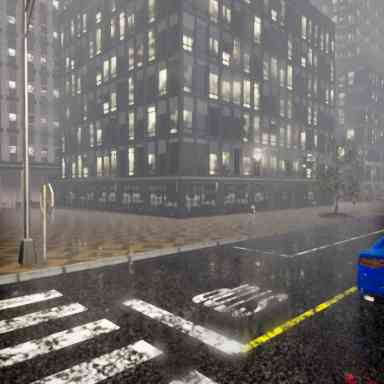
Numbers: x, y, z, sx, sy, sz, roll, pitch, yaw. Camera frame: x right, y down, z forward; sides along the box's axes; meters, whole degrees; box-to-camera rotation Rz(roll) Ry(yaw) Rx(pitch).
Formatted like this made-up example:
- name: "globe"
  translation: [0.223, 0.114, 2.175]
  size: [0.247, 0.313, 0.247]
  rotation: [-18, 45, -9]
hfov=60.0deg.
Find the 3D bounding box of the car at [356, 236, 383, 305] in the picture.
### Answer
- name: "car"
  translation: [5.190, 1.387, 6.973]
  size: [5.008, 1.535, 1.882]
  rotation: [-1, 1, -44]
